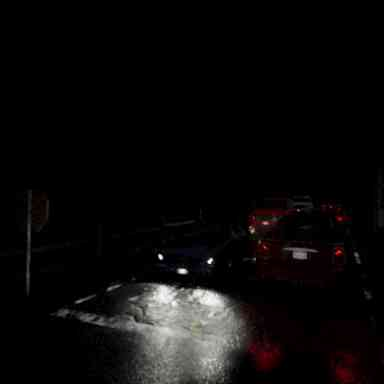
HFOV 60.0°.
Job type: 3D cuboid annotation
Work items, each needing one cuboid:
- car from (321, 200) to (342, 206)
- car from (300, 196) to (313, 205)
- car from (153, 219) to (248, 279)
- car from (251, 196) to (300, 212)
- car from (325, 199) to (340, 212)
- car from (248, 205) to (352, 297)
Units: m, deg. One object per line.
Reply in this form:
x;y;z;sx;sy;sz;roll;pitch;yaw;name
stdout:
15.440;1.613;36.785;2.097;1.767;4.553;0;0;24;car
11.457;1.451;34.856;2.150;2.045;5.566;0;0;24;car
0.801;1.601;10.699;2.033;1.411;5.357;0;0;23;car
5.085;1.345;20.500;2.150;2.045;5.566;0;0;24;car
19.457;1.804;45.996;1.882;1.535;5.008;0;0;24;car
3.200;1.412;9.179;2.097;1.767;4.553;0;0;24;car
